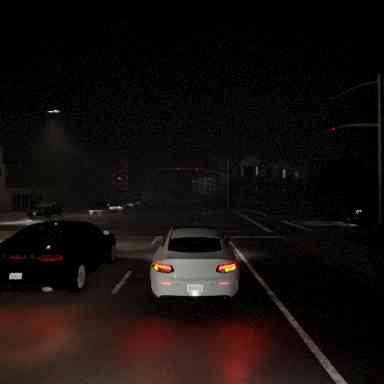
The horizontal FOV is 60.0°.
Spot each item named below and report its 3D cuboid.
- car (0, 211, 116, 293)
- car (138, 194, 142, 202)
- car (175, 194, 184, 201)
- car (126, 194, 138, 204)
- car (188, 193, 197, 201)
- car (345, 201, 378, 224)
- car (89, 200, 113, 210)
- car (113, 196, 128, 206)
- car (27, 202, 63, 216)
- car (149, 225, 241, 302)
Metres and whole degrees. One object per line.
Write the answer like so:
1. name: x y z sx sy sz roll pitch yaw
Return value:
1. car: -3.428 1.499 8.969 1.882 1.535 5.008 0 0 0
2. car: -13.990 1.412 84.046 2.150 2.045 5.566 0 0 0
3. car: -3.489 1.430 89.008 2.150 2.045 5.566 0 0 0
4. car: -13.991 1.631 73.293 2.097 1.767 4.553 0 1 0
5. car: 0.011 1.426 89.310 2.150 2.045 5.566 0 -1 0
6. car: 14.252 1.494 25.501 4.553 1.767 2.097 0 -1 0
7. car: -14.097 1.975 50.701 2.033 1.411 5.357 0 -1 0
8. car: -14.039 2.008 62.989 1.895 1.301 4.718 0 0 0
9. car: -14.096 1.728 32.219 2.128 1.511 4.902 0 -1 0
10. car: 0.068 1.541 8.183 1.812 1.442 4.674 0 0 0
